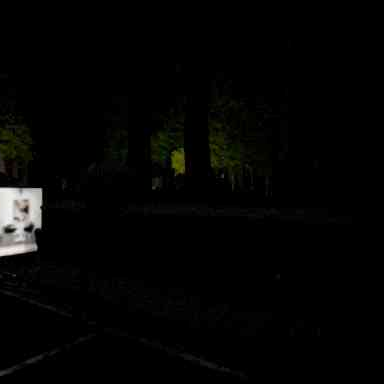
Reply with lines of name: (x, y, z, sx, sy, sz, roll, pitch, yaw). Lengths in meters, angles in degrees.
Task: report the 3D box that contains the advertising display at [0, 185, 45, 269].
advertising display: (-5.349, 1.024, 10.303, 0.280, 2.440, 1.540, 0, 0, 36)
